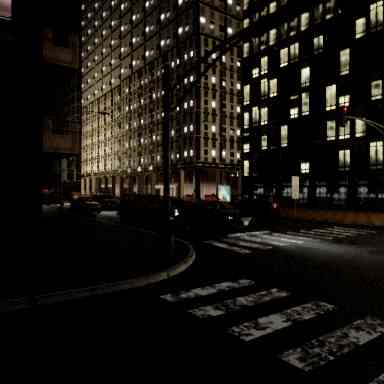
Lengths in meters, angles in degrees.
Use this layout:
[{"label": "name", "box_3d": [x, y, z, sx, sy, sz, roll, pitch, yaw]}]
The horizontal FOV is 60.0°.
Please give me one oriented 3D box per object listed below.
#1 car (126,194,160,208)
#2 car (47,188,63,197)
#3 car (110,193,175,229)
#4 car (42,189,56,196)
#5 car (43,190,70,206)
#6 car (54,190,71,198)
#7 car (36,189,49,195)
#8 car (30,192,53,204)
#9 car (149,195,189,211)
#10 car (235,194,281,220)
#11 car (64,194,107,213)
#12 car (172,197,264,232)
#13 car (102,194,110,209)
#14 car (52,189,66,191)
[{"label": "car", "box_3d": [-5.631, 0.966, 37.764, 1.947, 1.339, 4.313, 1, 0, -36]}, {"label": "car", "box_3d": [-28.500, 0.099, 69.141, 1.967, 1.590, 4.097, 1, 0, -36]}, {"label": "car", "box_3d": [-2.557, 1.008, 19.330, 2.192, 1.841, 5.009, 2, 0, -36]}, {"label": "car", "box_3d": [-31.770, 0.097, 73.625, 1.887, 1.381, 4.507, 1, 0, -36]}, {"label": "car", "box_3d": [-15.631, 0.827, 37.257, 2.008, 1.369, 4.403, 2, 0, -36]}, {"label": "car", "box_3d": [-25.236, 0.310, 64.660, 1.887, 1.381, 4.507, 1, 0, -36]}, {"label": "car", "box_3d": [-35.038, -0.010, 78.107, 1.887, 1.381, 4.507, 1, 0, -36]}, {"label": "car", "box_3d": [-18.898, 0.753, 41.738, 1.802, 1.307, 4.206, 2, 0, -36]}, {"label": "car", "box_3d": [-2.363, 1.070, 33.281, 1.947, 1.339, 4.313, 1, 0, -36]}, {"label": "car", "box_3d": [4.178, 1.027, 24.315, 2.192, 1.841, 5.009, 1, 0, -36]}, {"label": "car", "box_3d": [-9.098, 1.067, 28.294, 1.802, 1.307, 4.206, 2, 0, -36]}, {"label": "car", "box_3d": [1.254, 1.245, 18.467, 2.128, 1.511, 4.902, 0, 1, -36]}, {"label": "car", "box_3d": [-8.258, 0.958, 31.518, 1.837, 1.490, 4.892, 0, 0, -36]}, {"label": "car", "box_3d": [-16.596, 0.708, 43.015, 1.812, 1.442, 4.674, 0, 1, -36]}]
